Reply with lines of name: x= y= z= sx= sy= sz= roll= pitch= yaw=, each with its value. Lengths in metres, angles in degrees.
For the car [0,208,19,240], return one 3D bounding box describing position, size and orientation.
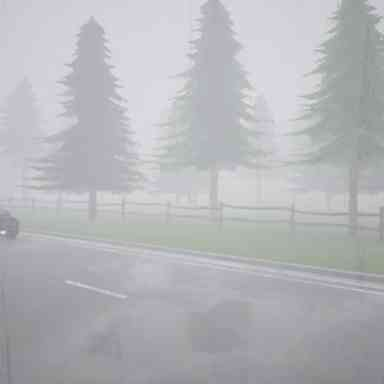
car: x=-9.848 y=1.421 z=15.317 sx=4.892 sy=1.490 sz=1.837 roll=0 pitch=0 yaw=36
